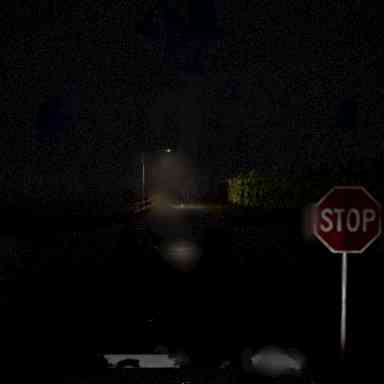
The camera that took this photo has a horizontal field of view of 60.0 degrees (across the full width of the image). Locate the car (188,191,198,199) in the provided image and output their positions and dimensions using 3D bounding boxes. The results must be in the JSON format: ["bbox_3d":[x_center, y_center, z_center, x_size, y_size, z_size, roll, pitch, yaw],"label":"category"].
[{"bbox_3d":[0.149,0.586,70.938,2.033,1.411,5.357,0,2,0],"label":"car"}]

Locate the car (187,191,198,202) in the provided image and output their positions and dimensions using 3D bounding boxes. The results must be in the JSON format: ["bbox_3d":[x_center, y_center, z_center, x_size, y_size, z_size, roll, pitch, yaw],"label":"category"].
[{"bbox_3d":[0.127,1.011,60.531,1.837,1.490,4.892,0,1,0],"label":"car"}]

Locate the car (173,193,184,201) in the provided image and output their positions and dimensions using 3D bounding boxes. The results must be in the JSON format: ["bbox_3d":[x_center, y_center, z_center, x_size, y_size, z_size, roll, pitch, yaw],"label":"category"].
[{"bbox_3d":[-2.614,0.894,65.125,1.837,1.490,4.892,0,2,0],"label":"car"}]
